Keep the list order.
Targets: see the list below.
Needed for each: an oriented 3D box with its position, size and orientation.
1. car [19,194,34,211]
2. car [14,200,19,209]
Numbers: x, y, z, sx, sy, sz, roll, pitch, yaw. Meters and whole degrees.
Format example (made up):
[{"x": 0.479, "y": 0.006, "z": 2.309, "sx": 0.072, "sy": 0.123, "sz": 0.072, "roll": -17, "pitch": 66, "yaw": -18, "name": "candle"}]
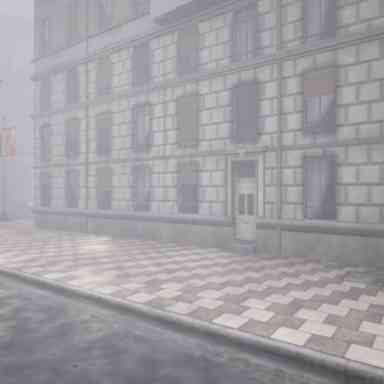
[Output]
[{"x": -17.089, "y": 1.352, "z": 38.878, "sx": 2.097, "sy": 1.767, "sz": 4.553, "roll": 0, "pitch": 0, "yaw": 36, "name": "car"}, {"x": -19.281, "y": 1.221, "z": 41.826, "sx": 2.150, "sy": 2.045, "sz": 5.566, "roll": 0, "pitch": 0, "yaw": 36, "name": "car"}]
